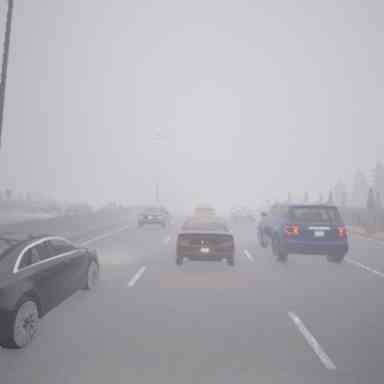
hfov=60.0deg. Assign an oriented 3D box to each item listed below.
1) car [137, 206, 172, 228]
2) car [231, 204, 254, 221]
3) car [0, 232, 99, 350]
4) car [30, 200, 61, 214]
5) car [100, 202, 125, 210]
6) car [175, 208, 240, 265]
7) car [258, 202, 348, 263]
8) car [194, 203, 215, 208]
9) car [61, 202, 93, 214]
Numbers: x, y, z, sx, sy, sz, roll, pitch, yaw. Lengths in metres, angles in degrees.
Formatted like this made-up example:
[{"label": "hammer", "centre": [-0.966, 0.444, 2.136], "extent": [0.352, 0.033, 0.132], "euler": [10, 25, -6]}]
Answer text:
[{"label": "car", "centre": [-2.597, 1.710, 23.842], "extent": [2.033, 1.411, 5.357], "euler": [1, 0, 2]}, {"label": "car", "centre": [4.674, 1.855, 31.151], "extent": [1.812, 1.442, 4.674], "euler": [1, -1, 2]}, {"label": "car", "centre": [-3.240, 1.499, 6.247], "extent": [2.128, 1.511, 4.902], "euler": [1, 0, 2]}, {"label": "car", "centre": [-16.240, 1.679, 37.370], "extent": [1.812, 1.442, 4.674], "euler": [1, -2, 3]}, {"label": "car", "centre": [-9.165, 1.859, 38.847], "extent": [2.033, 1.411, 5.357], "euler": [1, -2, 2]}, {"label": "car", "centre": [0.484, 1.588, 12.301], "extent": [1.882, 1.535, 5.008], "euler": [1, 0, 2]}, {"label": "car", "centre": [4.010, 1.387, 12.888], "extent": [2.150, 2.045, 5.566], "euler": [1, 0, 2]}, {"label": "car", "centre": [1.198, 1.767, 31.831], "extent": [1.882, 1.535, 5.008], "euler": [1, -1, 2]}, {"label": "car", "centre": [-12.722, 1.781, 37.727], "extent": [1.994, 1.385, 4.181], "euler": [1, -2, 3]}]
